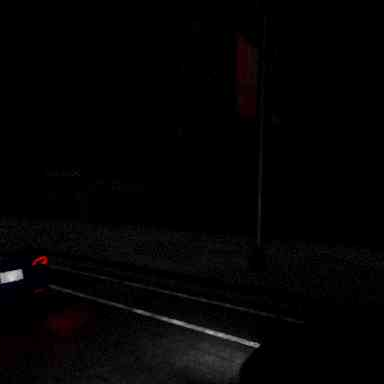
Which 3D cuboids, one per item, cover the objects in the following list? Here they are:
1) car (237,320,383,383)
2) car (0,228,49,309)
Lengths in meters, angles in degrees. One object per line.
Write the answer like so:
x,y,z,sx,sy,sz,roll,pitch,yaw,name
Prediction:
2.564,1.504,1.857,4.892,1.490,1.837,-1,0,36,car
-5.030,1.514,7.147,4.792,1.488,2.163,0,0,35,car
